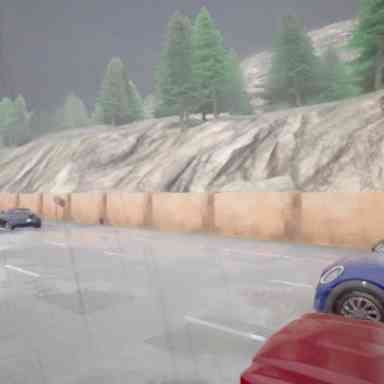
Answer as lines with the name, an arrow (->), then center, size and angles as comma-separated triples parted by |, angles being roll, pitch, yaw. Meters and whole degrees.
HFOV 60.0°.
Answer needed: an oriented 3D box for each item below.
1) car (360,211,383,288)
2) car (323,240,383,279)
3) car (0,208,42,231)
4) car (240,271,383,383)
car -> 6.682, 1.434, 7.867 | 4.553, 1.767, 2.097 | 0, -1, 35
car -> 4.365, 1.407, 5.220 | 4.553, 1.767, 2.097 | 0, -1, 35
car -> -11.955, 1.782, 22.519 | 4.181, 1.385, 1.994 | 0, -1, 40
car -> 2.633, 1.625, 2.100 | 4.718, 1.301, 1.895 | 0, -1, 35
